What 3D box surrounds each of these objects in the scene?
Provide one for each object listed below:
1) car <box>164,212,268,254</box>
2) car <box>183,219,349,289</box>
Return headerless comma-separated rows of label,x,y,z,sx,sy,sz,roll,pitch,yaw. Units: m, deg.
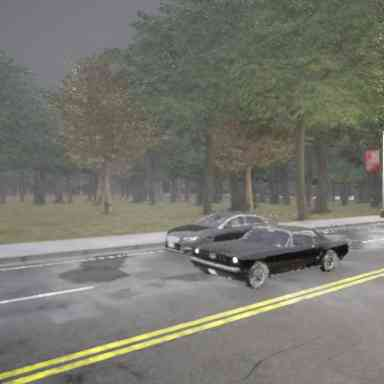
car,1.295,1.515,12.599,4.902,1.511,2.128,0,0,-36
car,2.298,1.622,9.323,4.718,1.301,1.895,0,0,-36
